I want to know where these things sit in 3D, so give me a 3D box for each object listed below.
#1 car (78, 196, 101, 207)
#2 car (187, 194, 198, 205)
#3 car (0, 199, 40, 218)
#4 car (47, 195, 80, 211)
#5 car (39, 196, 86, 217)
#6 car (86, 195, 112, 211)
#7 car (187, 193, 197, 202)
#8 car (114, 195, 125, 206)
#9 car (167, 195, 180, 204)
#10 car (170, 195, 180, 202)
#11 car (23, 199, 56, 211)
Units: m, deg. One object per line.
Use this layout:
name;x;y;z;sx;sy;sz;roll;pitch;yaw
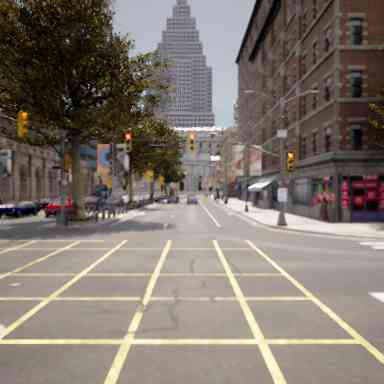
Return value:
car;-15.002;1.359;49.162;1.882;1.535;5.008;0;0;0
car;0.096;1.411;57.256;2.033;1.411;5.357;0;0;0
car;-15.074;1.530;28.954;1.895;1.301;4.718;0;0;0
car;-15.001;1.257;39.062;2.097;1.767;4.553;0;0;0
car;-11.570;1.405;30.180;1.882;1.535;5.008;0;0;0
car;-11.501;1.408;39.977;1.837;1.490;4.892;0;0;0
car;-0.002;1.190;69.652;2.097;1.767;4.553;0;0;0
car;-11.502;1.232;49.967;2.097;1.767;4.553;0;0;0
car;-3.502;1.404;60.084;2.033;1.411;5.357;0;0;0
car;-3.502;1.334;69.569;1.837;1.490;4.892;0;0;0
car;-18.251;1.498;40.068;1.895;1.301;4.718;0;0;0
